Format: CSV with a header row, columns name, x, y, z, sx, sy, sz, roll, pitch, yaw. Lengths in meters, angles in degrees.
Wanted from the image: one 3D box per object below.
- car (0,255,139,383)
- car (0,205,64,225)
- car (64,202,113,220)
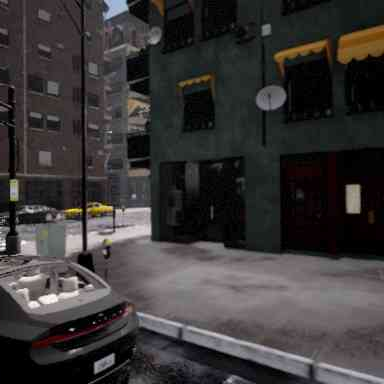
name,x,y,z,sx,sy,sz,roll,pitch,yaw
car,-2.710,1.612,4.803,4.403,1.369,2.008,-1,-1,35
car,-12.282,1.653,24.811,2.008,1.369,4.403,0,1,35
car,-9.194,1.553,29.238,1.752,1.417,4.829,0,1,35
